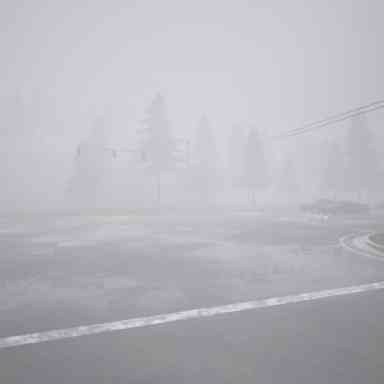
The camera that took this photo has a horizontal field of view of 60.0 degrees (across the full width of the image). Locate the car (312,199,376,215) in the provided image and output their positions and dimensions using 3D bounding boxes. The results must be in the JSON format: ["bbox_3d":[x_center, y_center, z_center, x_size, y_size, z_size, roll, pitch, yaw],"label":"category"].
[{"bbox_3d":[15.158,1.547,33.265,5.357,1.411,2.033,0,0,-17],"label":"car"}]

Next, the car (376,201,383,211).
[{"bbox_3d":[24.104,1.493,39.559,4.902,1.511,2.128,0,0,-16],"label":"car"}]

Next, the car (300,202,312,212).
[{"bbox_3d":[14.294,1.478,36.652,5.008,1.535,1.882,0,0,-17],"label":"car"}]
